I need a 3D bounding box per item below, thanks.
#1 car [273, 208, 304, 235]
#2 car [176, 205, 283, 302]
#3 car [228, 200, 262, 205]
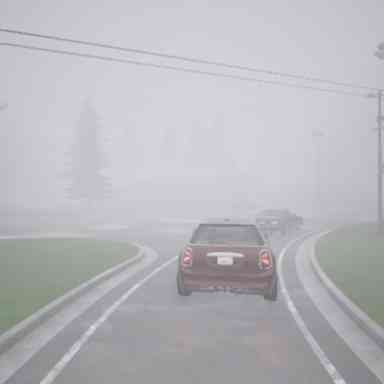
[{"bbox_3d":[5.050,1.656,19.578,2.033,1.411,5.357,0,0,32],"label":"car"},{"bbox_3d":[1.021,1.401,8.703,2.097,1.767,4.553,0,0,10],"label":"car"},{"bbox_3d":[6.716,1.731,41.252,4.892,1.490,1.837,0,0,-25],"label":"car"}]
